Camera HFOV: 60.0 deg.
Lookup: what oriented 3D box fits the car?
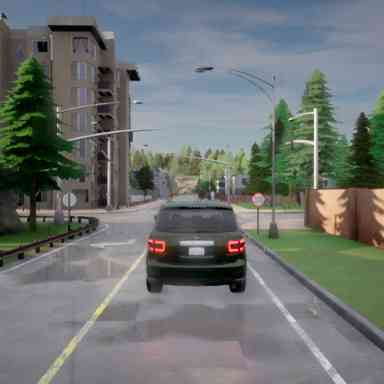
[{"bbox_3d":[0.093,1.221,9.018,2.150,2.045,5.566,0,0,0],"label":"car"}]
